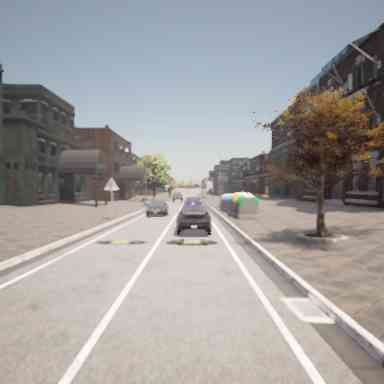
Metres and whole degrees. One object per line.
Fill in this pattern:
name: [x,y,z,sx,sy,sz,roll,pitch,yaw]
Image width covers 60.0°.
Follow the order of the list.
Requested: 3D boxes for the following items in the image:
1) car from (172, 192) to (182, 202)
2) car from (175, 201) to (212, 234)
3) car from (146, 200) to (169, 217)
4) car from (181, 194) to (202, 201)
car: [-3.000,1.096,71.014,2.150,2.045,5.566,0,0,0]
car: [0.101,1.474,19.006,1.837,1.490,4.892,0,0,0]
car: [-3.097,1.462,30.534,1.812,1.442,4.674,0,0,0]
car: [0.099,1.274,38.096,2.097,1.767,4.553,0,0,0]
